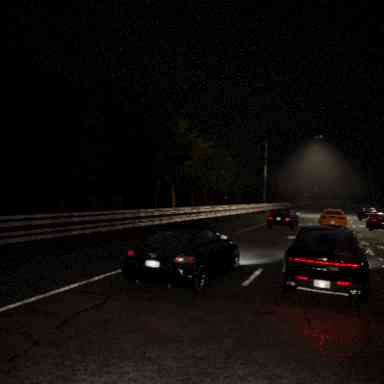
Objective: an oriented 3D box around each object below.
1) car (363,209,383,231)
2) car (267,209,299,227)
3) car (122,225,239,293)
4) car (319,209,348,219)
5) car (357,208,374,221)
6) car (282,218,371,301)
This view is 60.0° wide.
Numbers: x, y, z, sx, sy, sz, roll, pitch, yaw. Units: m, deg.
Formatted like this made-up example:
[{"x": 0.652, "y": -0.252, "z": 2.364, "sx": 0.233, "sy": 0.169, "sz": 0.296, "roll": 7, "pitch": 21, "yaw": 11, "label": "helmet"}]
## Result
[{"x": 14.819, "y": 2.308, "z": 26.004, "sx": 1.994, "sy": 1.385, "sz": 4.181, "roll": 2, "pitch": -1, "yaw": 24, "label": "car"}, {"x": 7.124, "y": 2.004, "z": 25.779, "sx": 2.033, "sy": 1.411, "sz": 5.357, "roll": 2, "pitch": -1, "yaw": 24, "label": "car"}, {"x": -0.081, "y": 1.612, "z": 9.257, "sx": 1.994, "sy": 1.385, "sz": 4.181, "roll": 2, "pitch": 0, "yaw": 24, "label": "car"}, {"x": 11.036, "y": 2.081, "z": 26.001, "sx": 1.882, "sy": 1.535, "sz": 5.008, "roll": 2, "pitch": -1, "yaw": 24, "label": "car"}, {"x": 19.854, "y": 2.529, "z": 37.575, "sx": 2.128, "sy": 1.511, "sz": 4.902, "roll": 2, "pitch": -1, "yaw": 24, "label": "car"}, {"x": 3.641, "y": 1.687, "z": 9.035, "sx": 1.837, "sy": 1.490, "sz": 4.892, "roll": 2, "pitch": 0, "yaw": 24, "label": "car"}]
